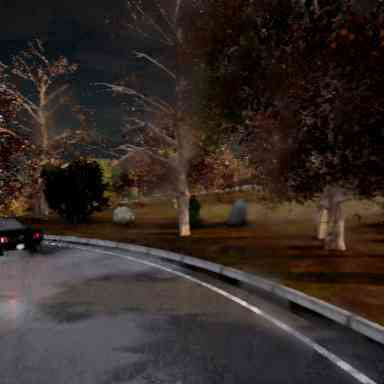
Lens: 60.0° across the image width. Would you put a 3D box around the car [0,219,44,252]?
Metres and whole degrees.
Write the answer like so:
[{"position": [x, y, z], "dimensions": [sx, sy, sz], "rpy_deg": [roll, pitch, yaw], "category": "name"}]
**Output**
[{"position": [-8.197, 1.728, 13.322], "dimensions": [4.718, 1.301, 1.895], "rpy_deg": [-1, 0, 31], "category": "car"}]
